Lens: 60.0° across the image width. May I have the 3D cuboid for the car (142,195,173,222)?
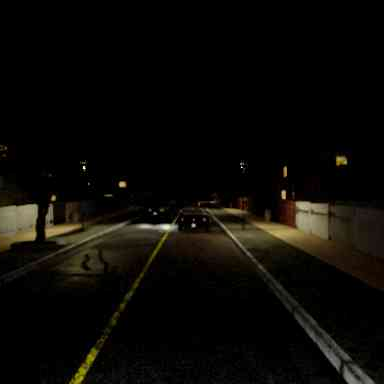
[{"bbox_3d":[-2.747,1.271,27.549,2.150,2.045,5.566,0,0,0],"label":"car"}]

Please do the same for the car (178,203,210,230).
[{"bbox_3d":[0.099,1.635,21.265,1.895,1.301,4.718,0,0,0],"label":"car"}]

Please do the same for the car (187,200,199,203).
[{"bbox_3d":[0.105,1.607,37.454,1.812,1.442,4.674,0,0,0],"label":"car"}]
